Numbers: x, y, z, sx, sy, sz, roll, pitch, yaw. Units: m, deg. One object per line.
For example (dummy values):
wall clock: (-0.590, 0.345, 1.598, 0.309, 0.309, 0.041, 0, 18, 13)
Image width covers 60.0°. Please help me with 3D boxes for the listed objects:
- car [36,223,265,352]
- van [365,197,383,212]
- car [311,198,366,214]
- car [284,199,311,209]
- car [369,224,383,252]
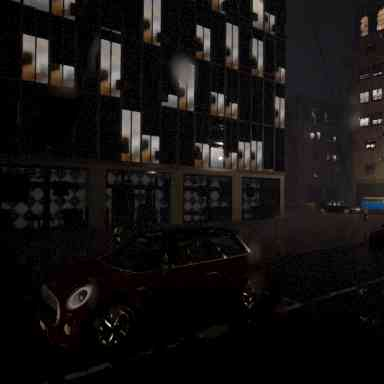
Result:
car: (-0.607, 1.441, 6.112, 4.097, 1.590, 1.967, 0, 1, -35)
van: (22.192, 1.524, 39.643, 1.690, 1.788, 3.998, 0, -1, -35)
car: (15.306, 1.620, 34.864, 2.008, 1.369, 4.403, 0, -1, -35)
car: (15.762, 1.787, 48.896, 1.752, 1.417, 4.829, 0, -1, -35)
car: (8.468, 1.567, 12.588, 4.313, 1.339, 1.947, 0, 1, -35)
